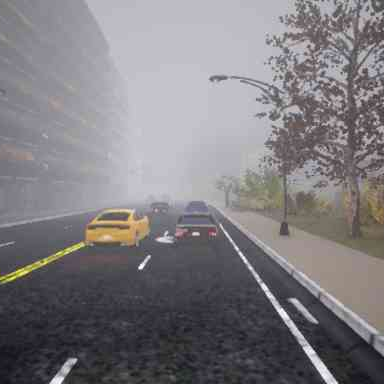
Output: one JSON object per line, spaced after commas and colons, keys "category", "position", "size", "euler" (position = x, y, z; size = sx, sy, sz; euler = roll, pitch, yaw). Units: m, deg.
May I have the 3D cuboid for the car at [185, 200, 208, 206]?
{"category": "car", "position": [0.402, 1.489, 29.531], "size": [1.882, 1.535, 5.008], "euler": [0, 0, 1]}

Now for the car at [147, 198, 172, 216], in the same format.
{"category": "car", "position": [-2.848, 1.567, 29.580], "size": [2.033, 1.411, 5.357], "euler": [0, 0, 1]}

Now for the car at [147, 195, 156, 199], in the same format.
{"category": "car", "position": [-9.241, 1.450, 75.889], "size": [1.837, 1.490, 4.892], "euler": [0, 0, -1]}

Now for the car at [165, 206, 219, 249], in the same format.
{"category": "car", "position": [0.176, 1.564, 14.532], "size": [2.033, 1.411, 5.357], "euler": [0, 0, 1]}

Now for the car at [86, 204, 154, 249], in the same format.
{"category": "car", "position": [-3.073, 1.485, 14.580], "size": [1.882, 1.535, 5.008], "euler": [0, 0, 1]}

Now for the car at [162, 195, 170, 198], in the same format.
{"category": "car", "position": [-5.992, 1.448, 75.992], "size": [1.837, 1.490, 4.892], "euler": [0, 0, -1]}

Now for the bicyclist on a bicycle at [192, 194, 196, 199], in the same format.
{"category": "bicyclist on a bicycle", "position": [0.874, 1.479, 90.602], "size": [0.582, 1.620, 1.656], "euler": [0, 0, -3]}
